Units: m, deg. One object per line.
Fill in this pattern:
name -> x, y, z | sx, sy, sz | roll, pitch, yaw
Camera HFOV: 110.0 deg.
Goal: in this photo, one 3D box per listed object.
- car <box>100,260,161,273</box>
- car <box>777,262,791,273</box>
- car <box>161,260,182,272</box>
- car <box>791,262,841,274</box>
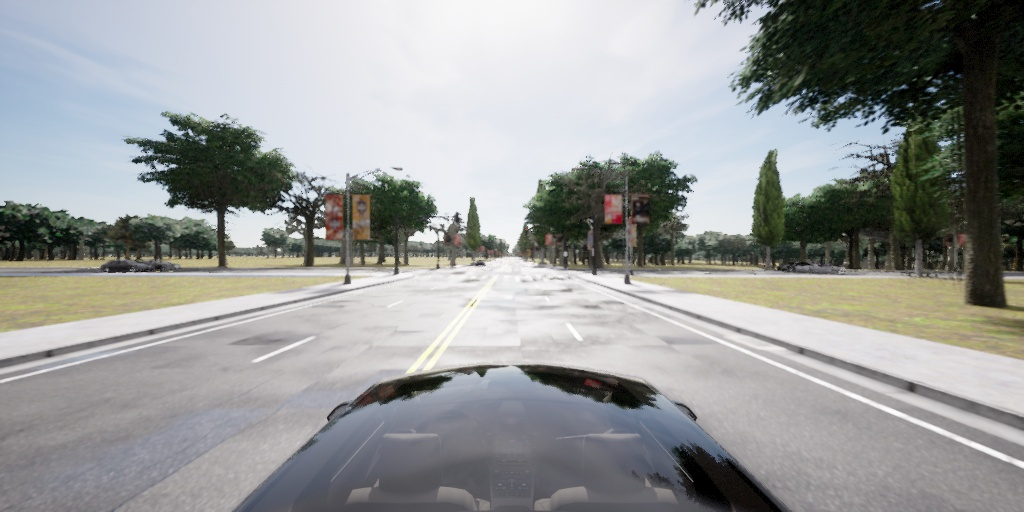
car -> -42.665, 1.178, 39.861 | 4.892, 1.490, 1.837 | 0, 0, 0
car -> 39.964, 1.550, 50.353 | 4.892, 1.490, 1.837 | 0, 0, 0
car -> -42.645, 1.170, 43.122 | 4.902, 1.511, 2.128 | 0, 0, 0
car -> 40.045, 1.643, 47.116 | 4.718, 1.301, 1.895 | 0, 0, 0
